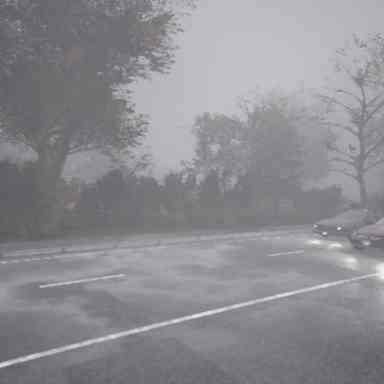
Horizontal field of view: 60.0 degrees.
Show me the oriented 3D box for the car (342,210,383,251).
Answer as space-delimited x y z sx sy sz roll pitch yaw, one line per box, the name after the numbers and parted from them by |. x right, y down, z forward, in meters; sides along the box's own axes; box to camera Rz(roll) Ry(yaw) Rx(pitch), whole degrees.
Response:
8.237 1.554 12.872 4.674 1.442 1.812 0 0 -28 | car

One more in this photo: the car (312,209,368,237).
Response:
8.725 1.603 17.139 5.357 1.411 2.033 0 0 -27 | car
